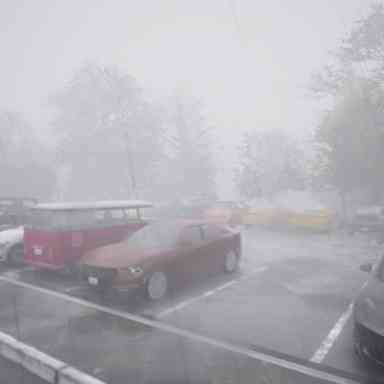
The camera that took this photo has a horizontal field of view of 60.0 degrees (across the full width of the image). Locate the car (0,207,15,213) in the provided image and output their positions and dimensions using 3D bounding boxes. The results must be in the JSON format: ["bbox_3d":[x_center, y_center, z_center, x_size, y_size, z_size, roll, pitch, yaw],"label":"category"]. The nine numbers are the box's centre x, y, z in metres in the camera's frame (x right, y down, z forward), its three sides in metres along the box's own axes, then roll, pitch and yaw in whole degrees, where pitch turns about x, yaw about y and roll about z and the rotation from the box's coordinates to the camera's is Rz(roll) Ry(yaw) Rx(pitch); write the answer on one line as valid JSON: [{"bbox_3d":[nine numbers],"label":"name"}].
[{"bbox_3d":[-7.266,1.537,13.482,2.163,1.488,4.792,0,0,36],"label":"car"}]

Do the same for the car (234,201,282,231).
[{"bbox_3d":[4.887,1.494,20.833,2.097,1.535,5.008,0,0,36],"label":"car"}]

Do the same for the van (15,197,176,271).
[{"bbox_3d":[-2.698,1.268,10.327,1.878,1.987,4.442,0,0,36],"label":"van"}]

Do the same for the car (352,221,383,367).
[{"bbox_3d":[3.994,1.503,5.368,2.163,1.488,4.792,0,0,35],"label":"car"}]

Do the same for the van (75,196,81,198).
[{"bbox_3d":[-8.563,1.334,30.588,1.878,1.987,4.442,-1,0,36],"label":"van"}]

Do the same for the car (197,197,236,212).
[{"bbox_3d":[2.719,1.375,22.349,2.185,1.767,4.553,0,0,36],"label":"car"}]

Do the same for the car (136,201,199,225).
[{"bbox_3d":[-1.776,1.516,25.589,2.231,1.521,4.892,0,0,36],"label":"car"}]

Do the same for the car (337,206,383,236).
[{"bbox_3d":[9.498,1.481,17.540,2.231,1.521,4.892,0,0,36],"label":"car"}]

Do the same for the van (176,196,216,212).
[{"bbox_3d":[0.550,1.282,24.079,1.878,1.987,4.442,0,0,36],"label":"van"}]

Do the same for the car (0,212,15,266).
[{"bbox_3d":[-5.023,1.541,11.847,2.002,1.452,4.674,0,0,36],"label":"car"}]

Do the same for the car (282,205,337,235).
[{"bbox_3d":[7.244,1.487,19.150,2.097,1.535,5.008,0,0,36],"label":"car"}]

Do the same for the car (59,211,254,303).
[{"bbox_3d":[-0.503,1.487,8.622,2.097,1.535,5.008,0,0,36],"label":"car"}]

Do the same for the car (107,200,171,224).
[{"bbox_3d":[-4.132,1.520,27.051,1.946,1.575,5.366,0,0,36],"label":"car"}]

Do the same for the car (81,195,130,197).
[{"bbox_3d":[-6.262,1.285,28.834,2.435,2.045,5.566,-1,0,36],"label":"car"}]

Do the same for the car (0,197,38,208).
[{"bbox_3d":[-9.560,1.263,15.048,2.435,2.045,5.566,0,0,36],"label":"car"}]
